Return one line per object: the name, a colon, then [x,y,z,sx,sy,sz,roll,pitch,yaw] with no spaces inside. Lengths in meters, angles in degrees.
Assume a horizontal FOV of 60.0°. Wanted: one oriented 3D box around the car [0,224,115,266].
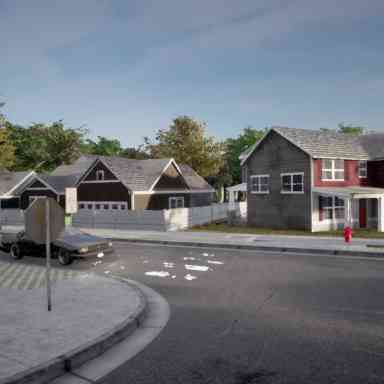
car: [-5.803,2.086,13.991,5.357,1.411,2.033,-2,0,30]
